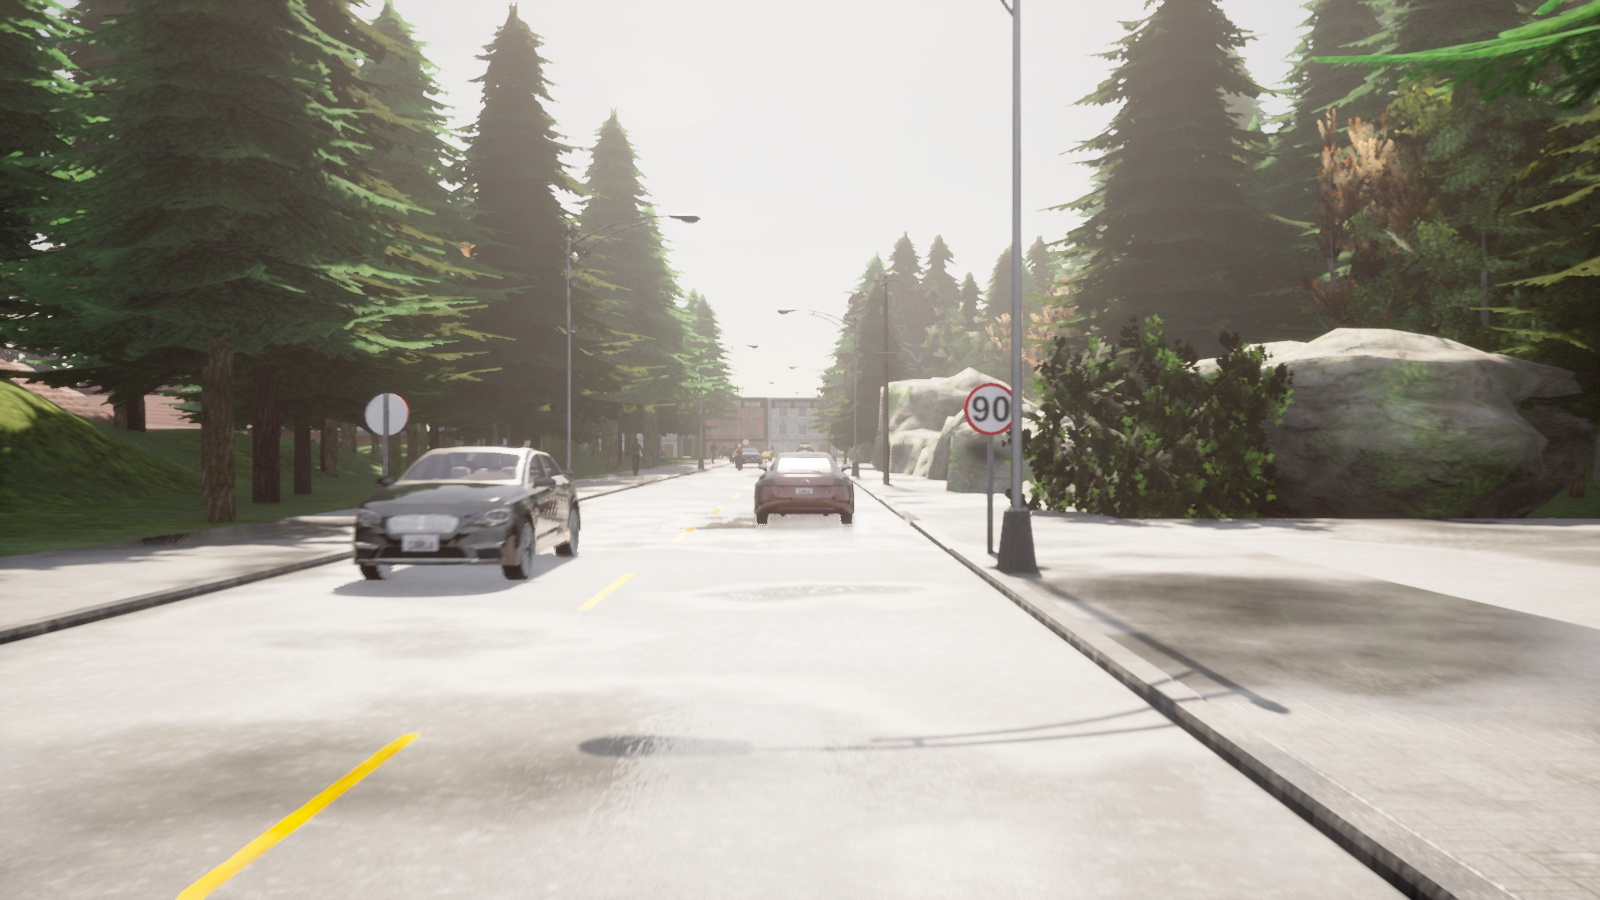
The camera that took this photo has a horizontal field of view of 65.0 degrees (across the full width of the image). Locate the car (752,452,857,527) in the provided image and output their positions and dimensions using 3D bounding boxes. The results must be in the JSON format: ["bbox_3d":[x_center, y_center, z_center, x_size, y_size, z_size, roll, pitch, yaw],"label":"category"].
[{"bbox_3d":[0.097,0.744,25.799,1.994,1.385,4.181,0,0,0],"label":"car"}]

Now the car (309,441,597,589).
[{"bbox_3d":[-3.936,0.660,15.260,2.128,1.511,4.902,0,0,0],"label":"car"}]

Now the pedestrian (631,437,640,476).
[{"bbox_3d":[-7.648,0.297,58.403,0.328,1.805,0.869,0,0,-1],"label":"pedestrian"}]

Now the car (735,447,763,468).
[{"bbox_3d":[-3.620,0.533,89.905,1.812,1.442,4.674,0,0,0],"label":"car"}]
